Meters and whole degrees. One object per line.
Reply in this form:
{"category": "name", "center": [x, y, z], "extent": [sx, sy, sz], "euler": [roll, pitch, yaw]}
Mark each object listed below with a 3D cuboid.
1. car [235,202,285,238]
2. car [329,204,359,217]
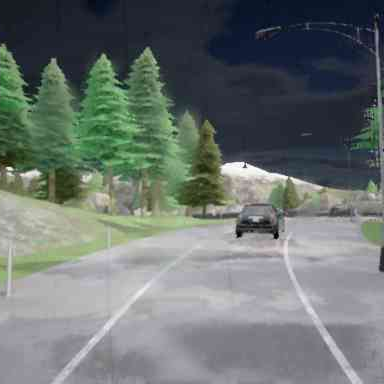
{"category": "car", "center": [3.754, 1.382, 17.821], "extent": [2.097, 1.767, 4.553], "euler": [-1, -1, 20]}
{"category": "car", "center": [17.341, 2.164, 38.079], "extent": [4.674, 1.442, 1.812], "euler": [3, -5, -44]}
